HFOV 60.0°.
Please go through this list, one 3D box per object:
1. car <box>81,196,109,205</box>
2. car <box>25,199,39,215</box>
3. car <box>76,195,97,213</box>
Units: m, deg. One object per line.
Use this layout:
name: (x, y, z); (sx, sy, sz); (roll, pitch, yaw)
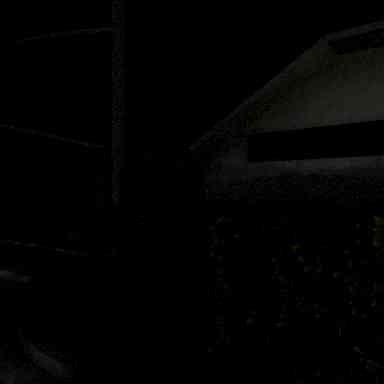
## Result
car: (-16.940, 1.491, 57.805); (4.902, 1.511, 2.128); (0, 0, 36)
car: (-17.248, 1.480, 32.997); (4.611, 1.667, 2.242); (0, 0, 35)
car: (-10.444, 1.313, 35.134); (3.866, 1.878, 1.905); (0, 0, 35)
